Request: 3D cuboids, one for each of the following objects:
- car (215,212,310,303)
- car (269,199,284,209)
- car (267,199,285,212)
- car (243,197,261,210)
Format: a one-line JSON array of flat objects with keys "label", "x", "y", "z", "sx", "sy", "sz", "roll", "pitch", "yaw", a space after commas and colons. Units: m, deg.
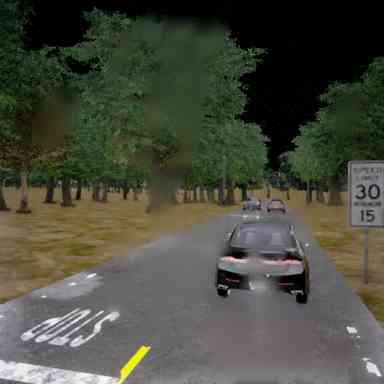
[{"label": "car", "x": 1.811, "y": 1.485, "z": 8.316, "sx": 2.128, "sy": 1.511, "sz": 4.902, "roll": 0, "pitch": 0, "yaw": 15}, {"label": "car", "x": 12.223, "y": 1.679, "z": 48.034, "sx": 2.033, "sy": 1.411, "sz": 5.357, "roll": 0, "pitch": -1, "yaw": 15}, {"label": "car", "x": 9.727, "y": 1.617, "z": 38.388, "sx": 1.994, "sy": 1.385, "sz": 4.181, "roll": 0, "pitch": 0, "yaw": 15}, {"label": "car", "x": 7.849, "y": 1.435, "z": 43.178, "sx": 2.097, "sy": 1.767, "sz": 4.553, "roll": 0, "pitch": 0, "yaw": 15}]
